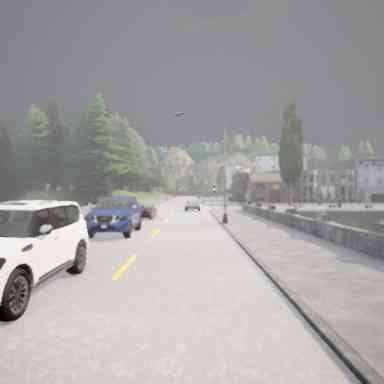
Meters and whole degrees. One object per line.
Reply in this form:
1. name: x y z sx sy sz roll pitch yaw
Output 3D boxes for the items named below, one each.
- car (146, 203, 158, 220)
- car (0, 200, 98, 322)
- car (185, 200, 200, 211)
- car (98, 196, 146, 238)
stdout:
1. car: -4.082 1.644 28.320 1.895 1.301 4.718 0 0 0
2. car: -4.089 1.233 7.624 2.150 2.045 5.566 0 0 0
3. car: 0.079 1.665 42.534 1.895 1.301 4.718 0 0 0
4. car: -4.086 1.249 18.141 2.150 2.045 5.566 0 0 0
